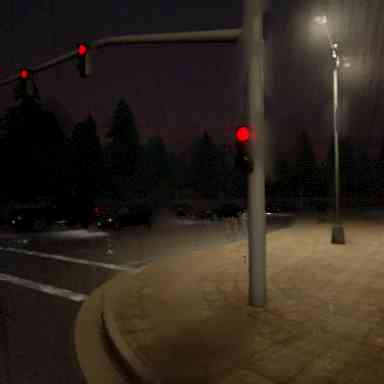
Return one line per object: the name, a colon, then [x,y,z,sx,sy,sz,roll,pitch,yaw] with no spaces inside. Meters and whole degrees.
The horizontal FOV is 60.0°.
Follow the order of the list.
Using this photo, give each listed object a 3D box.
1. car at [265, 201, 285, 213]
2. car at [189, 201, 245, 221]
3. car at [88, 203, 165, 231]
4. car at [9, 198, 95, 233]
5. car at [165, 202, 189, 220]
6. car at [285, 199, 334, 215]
car: [10.442,1.690,38.472,4.181,1.385,1.994,-1,0,-24]
car: [2.521,1.619,29.386,5.008,1.535,1.882,0,-1,-40]
car: [-4.231,1.684,22.155,1.812,1.442,4.674,-1,-1,39]
car: [-8.879,1.428,21.924,2.150,2.045,5.566,-1,-1,38]
car: [-1.951,1.699,29.892,4.892,1.490,1.837,0,-1,-45]
car: [12.943,1.557,35.784,5.008,1.535,1.882,0,-1,-22]
